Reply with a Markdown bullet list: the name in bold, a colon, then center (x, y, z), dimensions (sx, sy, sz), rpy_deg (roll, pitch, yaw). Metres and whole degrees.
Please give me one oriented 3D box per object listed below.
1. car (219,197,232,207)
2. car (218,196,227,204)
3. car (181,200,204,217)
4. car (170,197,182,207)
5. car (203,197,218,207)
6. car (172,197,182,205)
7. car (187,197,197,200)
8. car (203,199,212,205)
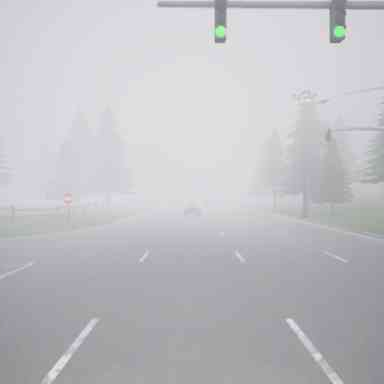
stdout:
- **car**: center (7.025, 2.196, 66.739), dimensions (1.812, 1.442, 4.674), rpy_deg (0, -1, 0)
- **car**: center (7.029, 1.829, 76.777), dimensions (2.150, 2.045, 5.566), rpy_deg (0, -1, 0)
- **car**: center (0.013, 1.886, 35.714), dimensions (1.812, 1.442, 4.674), rpy_deg (0, -1, 0)
- **car**: center (-3.475, 2.215, 66.327), dimensions (2.033, 1.411, 5.357), rpy_deg (0, -1, 0)
- **car**: center (3.525, 2.159, 66.324), dimensions (2.128, 1.511, 4.902), rpy_deg (0, -1, 0)
- **car**: center (-3.471, 1.960, 76.720), dimensions (2.097, 1.767, 4.553), rpy_deg (0, -1, 0)
- **car**: center (0.025, 2.235, 66.742), dimensions (1.994, 1.385, 4.181), rpy_deg (0, -1, 0)
- **car**: center (3.529, 2.200, 76.774), dimensions (1.895, 1.301, 4.718), rpy_deg (0, -1, 0)
